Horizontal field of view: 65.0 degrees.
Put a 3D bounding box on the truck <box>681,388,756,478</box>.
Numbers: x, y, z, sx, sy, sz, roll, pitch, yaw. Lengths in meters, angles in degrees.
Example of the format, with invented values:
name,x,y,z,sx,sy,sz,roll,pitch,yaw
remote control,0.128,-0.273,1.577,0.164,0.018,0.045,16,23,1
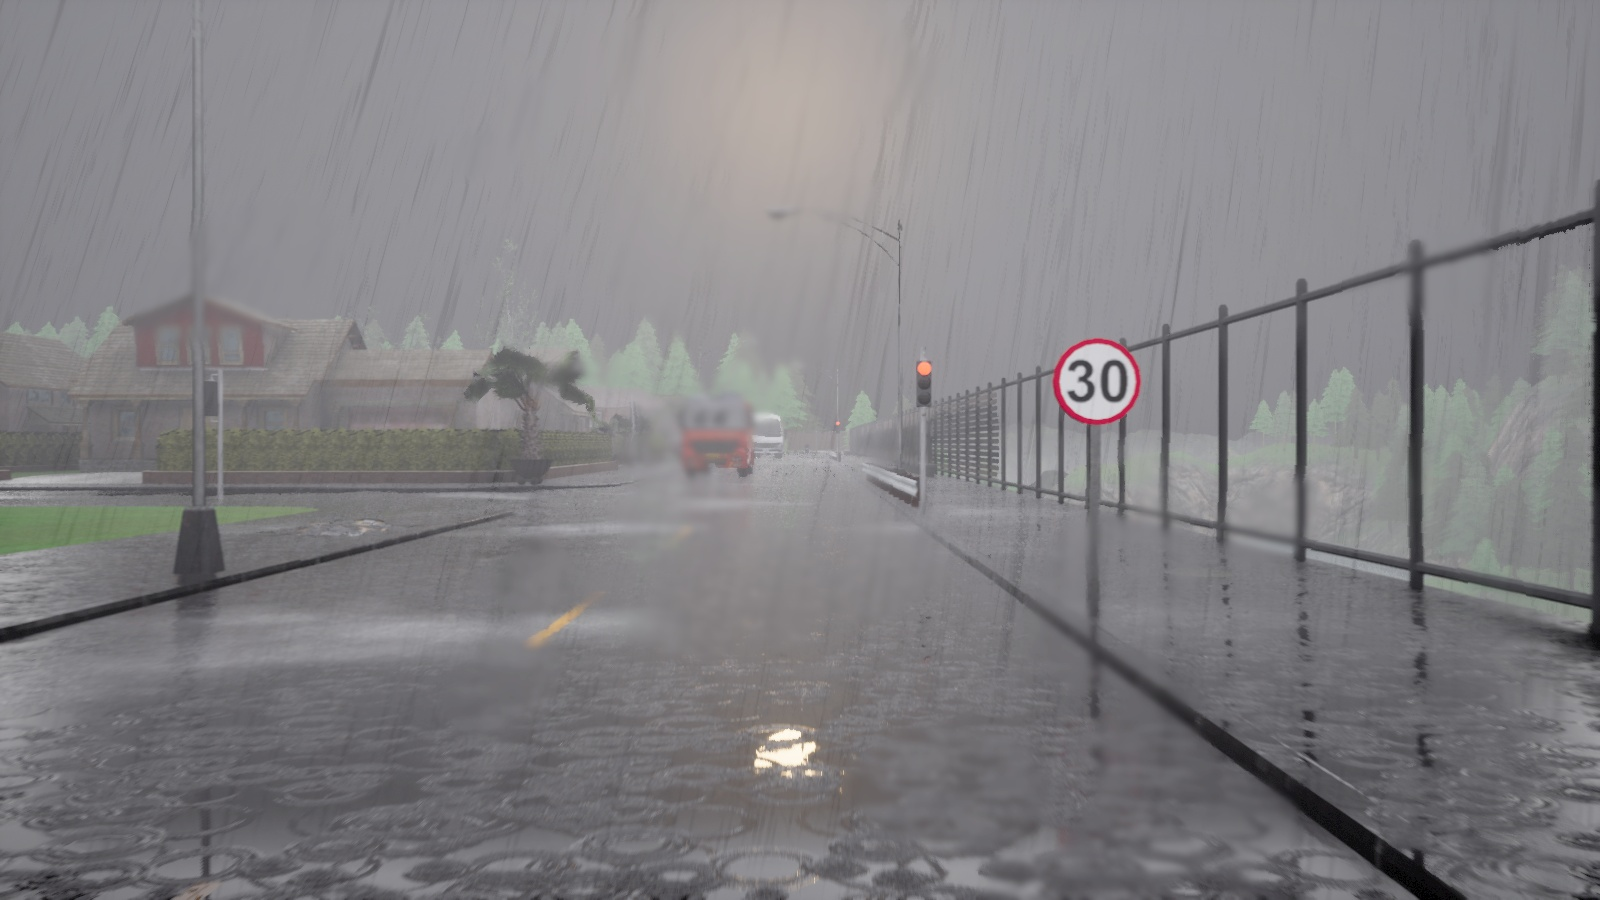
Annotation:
name,x,y,z,sx,sy,sz,roll,pitch,yaw
truck,-3.652,-0.749,58.103,2.891,3.827,8.468,0,0,0
